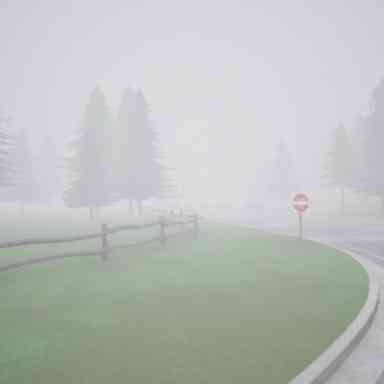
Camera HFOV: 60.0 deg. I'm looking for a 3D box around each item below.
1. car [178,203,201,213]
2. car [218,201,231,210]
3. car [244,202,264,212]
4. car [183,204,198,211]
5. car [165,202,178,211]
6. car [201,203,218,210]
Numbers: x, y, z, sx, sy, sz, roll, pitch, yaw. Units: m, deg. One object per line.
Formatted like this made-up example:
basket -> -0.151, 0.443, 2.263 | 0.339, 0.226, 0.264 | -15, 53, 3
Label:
car -> -0.512, 2.732, 54.693 | 1.994, 1.385, 4.181 | -1, -1, -14
car -> 6.438, 2.734, 69.669 | 2.097, 1.767, 4.553 | -1, -1, -14
car -> 10.202, 2.493, 55.132 | 1.882, 1.535, 5.008 | -1, -1, -14
car -> -0.373, 3.048, 68.066 | 1.895, 1.301, 4.718 | -1, -1, -14
car -> -3.717, 2.828, 67.006 | 2.097, 1.767, 4.553 | -1, -1, -14
car -> 3.079, 2.951, 68.683 | 2.033, 1.411, 5.357 | -1, -1, -14
